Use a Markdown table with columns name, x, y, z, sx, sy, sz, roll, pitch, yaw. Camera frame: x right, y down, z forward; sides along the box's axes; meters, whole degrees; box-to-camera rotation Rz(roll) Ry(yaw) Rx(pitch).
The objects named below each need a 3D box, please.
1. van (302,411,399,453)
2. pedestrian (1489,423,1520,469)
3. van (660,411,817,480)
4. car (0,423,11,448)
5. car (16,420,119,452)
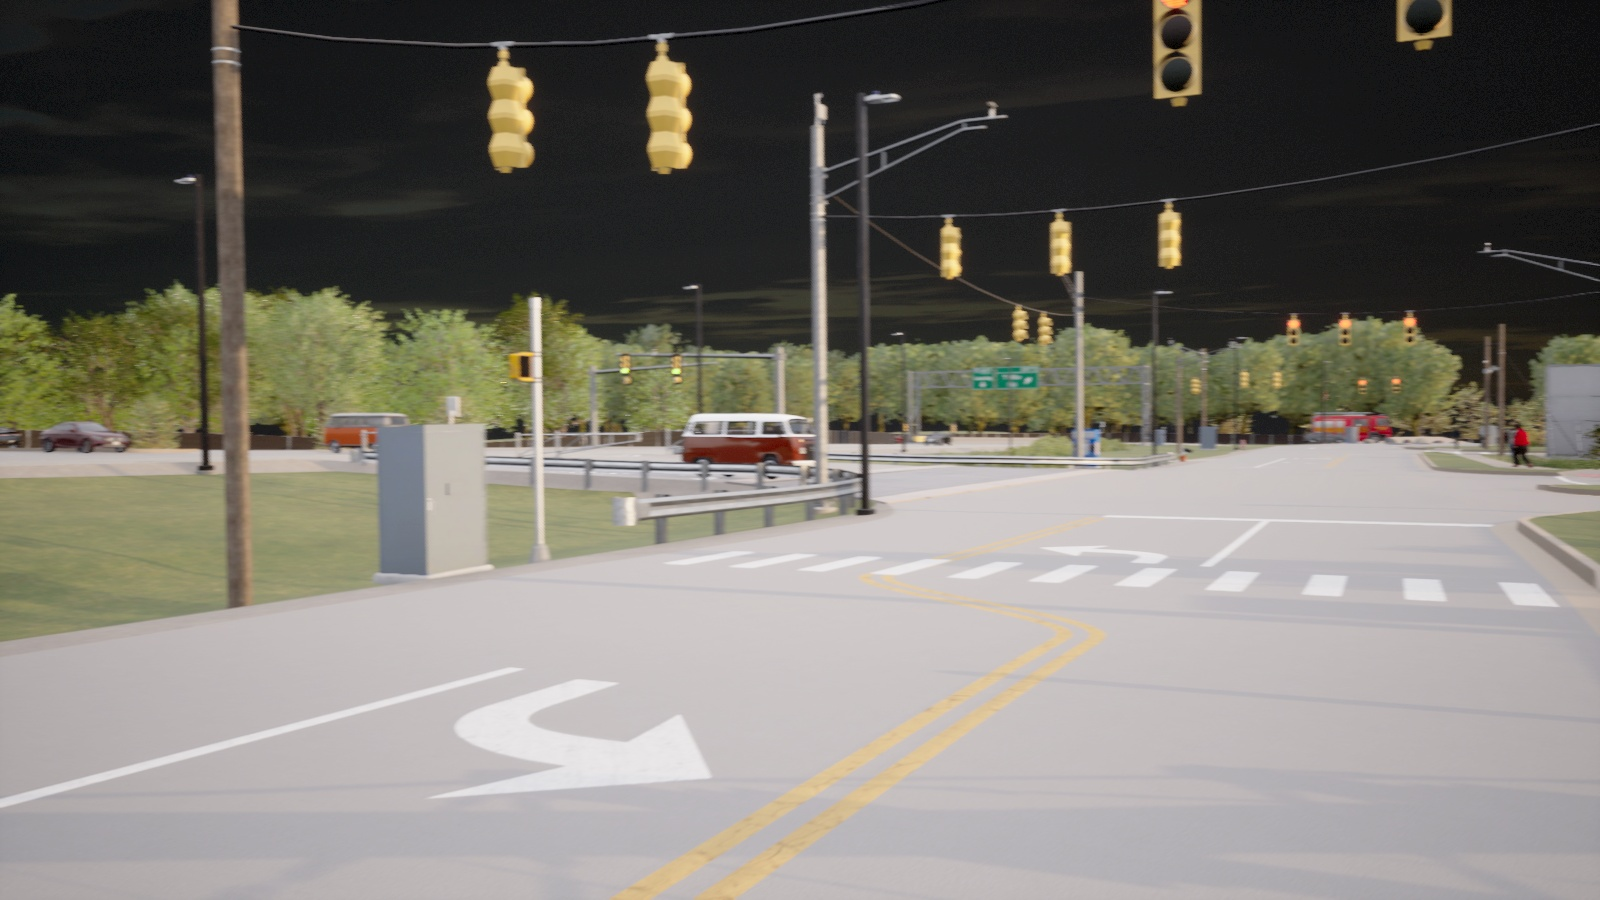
| name | x | y | z | sx | sy | sz | roll | pitch | yaw |
| --- | --- | --- | --- | --- | --- | --- | --- | --- | --- |
| van | -21.776 | -0.857 | 60.823 | 4.442 | 1.987 | 1.775 | 0 | 0 | 23 |
| pedestrian | 28.976 | -0.169 | 51.628 | 0.634 | 1.844 | 0.899 | -1 | 2 | -19 |
| van | -1.944 | -0.148 | 39.425 | 4.480 | 2.038 | 2.069 | 0 | 1 | 28 |
| car | -52.109 | -0.866 | 78.723 | 4.902 | 1.511 | 2.128 | 0 | 2 | 25 |
| car | -33.652 | -0.653 | 57.676 | 4.674 | 1.442 | 1.812 | 1 | 1 | 26 |
